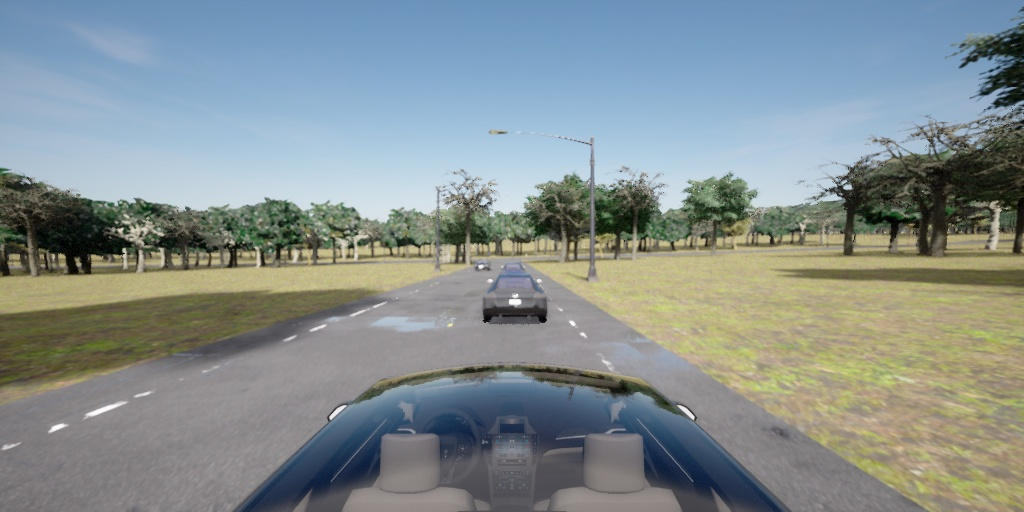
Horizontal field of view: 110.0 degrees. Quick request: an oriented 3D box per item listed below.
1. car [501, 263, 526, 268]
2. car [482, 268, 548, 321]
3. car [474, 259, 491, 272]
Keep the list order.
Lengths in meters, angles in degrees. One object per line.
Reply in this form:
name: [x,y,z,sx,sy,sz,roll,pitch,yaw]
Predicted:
car: [0.099,1.211,27.388,1.994,1.385,4.181,0,0,0]
car: [0.092,1.261,12.154,1.994,1.385,4.181,0,0,0]
car: [-3.563,1.092,43.934,2.128,1.511,4.902,0,0,0]
